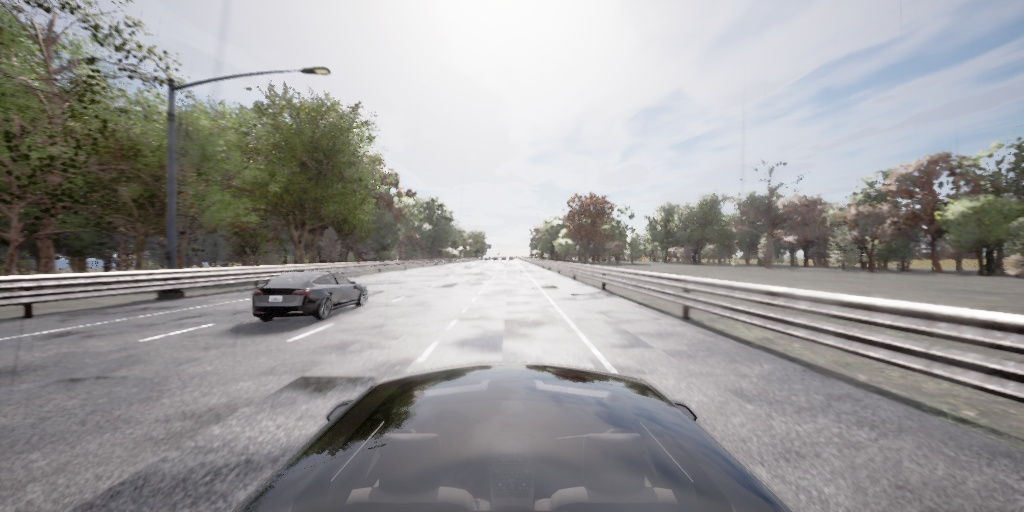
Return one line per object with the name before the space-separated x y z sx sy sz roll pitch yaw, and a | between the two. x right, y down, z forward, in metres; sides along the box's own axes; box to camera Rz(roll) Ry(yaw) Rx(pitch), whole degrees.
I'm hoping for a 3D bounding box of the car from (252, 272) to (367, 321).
car | -6.792 1.272 12.585 2.163 1.488 4.792 0 0 -1
